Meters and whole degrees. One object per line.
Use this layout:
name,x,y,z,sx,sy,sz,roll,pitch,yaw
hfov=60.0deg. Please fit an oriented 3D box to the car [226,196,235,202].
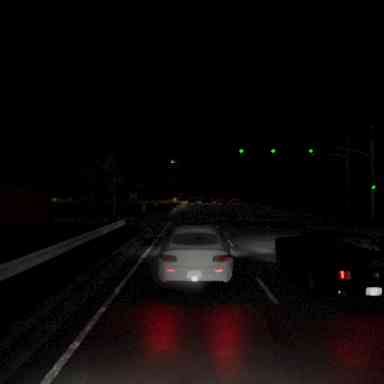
car,10.535,1.963,90.569,1.882,1.535,5.008,0,0,0

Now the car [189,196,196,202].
car,0.035,1.986,90.573,1.837,1.490,4.892,0,0,0

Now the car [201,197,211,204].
car,3.531,1.929,80.538,2.097,1.767,4.553,0,0,0

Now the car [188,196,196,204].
car,0.031,2.110,80.151,2.033,1.411,5.357,0,0,0

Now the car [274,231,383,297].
car,3.573,1.665,8.719,1.895,1.301,4.718,0,0,0

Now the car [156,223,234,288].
car,0.090,1.594,9.362,1.812,1.442,4.674,0,0,1

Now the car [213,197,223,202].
car,7.035,2.011,90.570,2.128,1.511,4.902,0,0,0

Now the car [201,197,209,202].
car,3.535,2.011,90.571,2.128,1.511,4.902,0,0,0

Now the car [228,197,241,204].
car,10.531,2.047,80.148,1.882,1.535,5.008,0,0,0

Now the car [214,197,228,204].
car,7.031,1.929,80.537,2.097,1.767,4.553,0,0,0
